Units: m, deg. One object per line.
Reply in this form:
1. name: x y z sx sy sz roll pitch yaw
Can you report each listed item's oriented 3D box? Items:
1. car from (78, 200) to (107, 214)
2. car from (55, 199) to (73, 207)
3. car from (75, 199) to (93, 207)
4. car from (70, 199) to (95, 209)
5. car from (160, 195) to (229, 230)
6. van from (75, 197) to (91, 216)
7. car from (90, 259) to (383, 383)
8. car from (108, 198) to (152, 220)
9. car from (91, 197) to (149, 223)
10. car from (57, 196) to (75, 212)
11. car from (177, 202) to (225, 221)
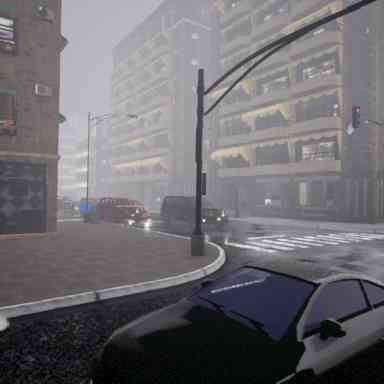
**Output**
1. car: -11.332 1.657 37.731 1.994 1.385 4.181 1 -1 -35
2. car: -22.568 1.848 58.590 1.895 1.301 4.718 1 -1 -36
3. car: -18.587 1.866 57.239 1.802 1.307 4.206 1 -1 -35
4. car: -16.545 1.752 50.122 2.033 1.411 5.357 1 -1 -35
5. car: -0.023 1.249 21.802 2.150 2.045 5.566 1 -1 -36
6. van: -8.848 1.354 29.956 1.690 1.788 3.998 1 -1 -35
7. car: 1.035 1.564 3.811 4.181 1.385 1.994 0 0 -36
8. car: -5.596 1.410 29.647 2.097 1.767 4.553 1 -1 -35
9. car: -5.615 1.309 25.412 2.192 1.841 5.009 1 -1 -35
10. car: -15.310 1.368 39.044 2.192 1.841 5.009 1 -1 -35
11. car: 0.703 1.685 30.116 1.752 1.417 4.829 1 -1 -35
